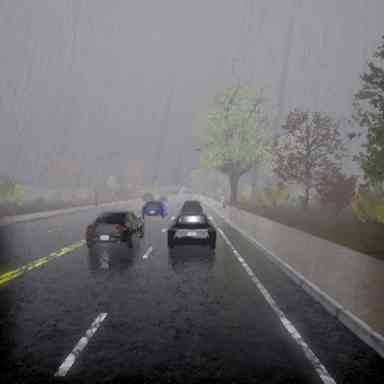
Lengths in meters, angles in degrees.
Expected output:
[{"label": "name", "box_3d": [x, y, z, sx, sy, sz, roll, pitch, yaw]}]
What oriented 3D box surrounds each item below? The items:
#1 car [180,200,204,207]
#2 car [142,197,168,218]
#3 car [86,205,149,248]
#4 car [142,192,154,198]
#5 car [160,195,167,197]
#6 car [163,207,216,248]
[{"label": "car", "box_3d": [0.000, 1.496, 29.654, 1.837, 1.490, 4.892, 0, 0, 0]}, {"label": "car", "box_3d": [-3.250, 1.465, 29.654, 1.882, 1.535, 5.008, 0, 0, 0]}, {"label": "car", "box_3d": [-3.250, 1.527, 14.653, 1.812, 1.442, 4.674, 0, 0, 0]}, {"label": "car", "box_3d": [-9.807, 1.104, 74.927, 2.150, 2.045, 5.566, 0, 0, 0]}, {"label": "car", "box_3d": [-6.557, 1.431, 74.976, 1.994, 1.385, 4.181, 0, 0, 0]}, {"label": "car", "box_3d": [0.000, 1.566, 14.653, 1.994, 1.385, 4.181, 0, 0, 0]}]
